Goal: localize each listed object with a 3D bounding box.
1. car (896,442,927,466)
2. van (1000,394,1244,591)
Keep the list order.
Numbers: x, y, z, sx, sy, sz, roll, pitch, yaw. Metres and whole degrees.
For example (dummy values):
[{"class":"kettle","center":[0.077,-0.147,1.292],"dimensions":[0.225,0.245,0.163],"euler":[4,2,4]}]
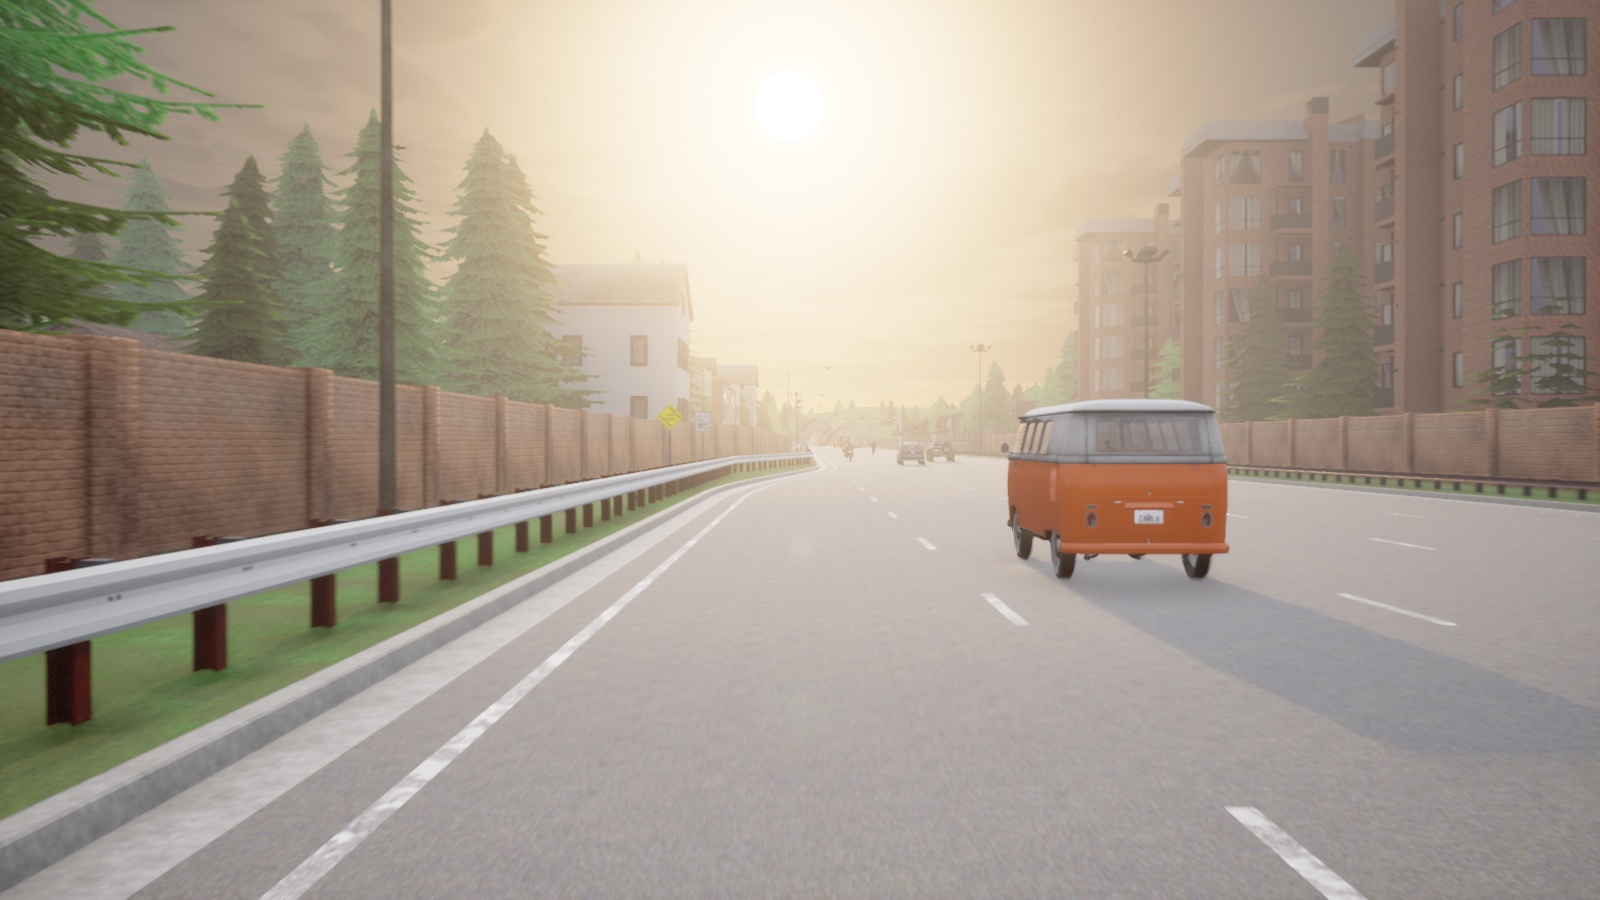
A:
[{"class":"car","center":[7.499,0.257,85.018],"dimensions":[1.789,1.549,3.705],"euler":[0,0,0]},{"class":"van","center":[3.600,0.419,14.897],"dimensions":[1.775,1.987,4.442],"euler":[0,0,0]}]
